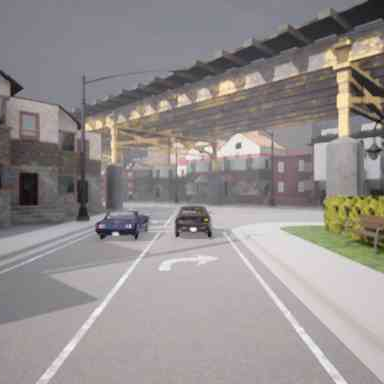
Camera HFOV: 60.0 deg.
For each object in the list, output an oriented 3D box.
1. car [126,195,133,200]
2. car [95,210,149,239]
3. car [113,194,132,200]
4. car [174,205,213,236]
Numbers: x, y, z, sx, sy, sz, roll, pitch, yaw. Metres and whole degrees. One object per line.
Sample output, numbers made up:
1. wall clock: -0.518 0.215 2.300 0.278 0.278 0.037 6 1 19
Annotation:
1. car: -16.890 1.355 80.435 4.974 1.542 2.038 0 0 -15
2. car: -3.398 1.580 17.157 1.895 1.301 4.718 0 0 1
3. car: -16.840 1.198 80.448 4.536 1.218 1.853 0 0 -15
4. car: 0.072 1.484 18.141 1.837 1.490 4.892 0 1 0
